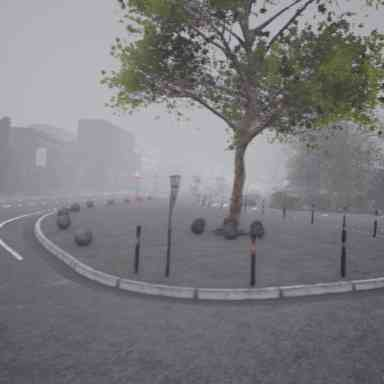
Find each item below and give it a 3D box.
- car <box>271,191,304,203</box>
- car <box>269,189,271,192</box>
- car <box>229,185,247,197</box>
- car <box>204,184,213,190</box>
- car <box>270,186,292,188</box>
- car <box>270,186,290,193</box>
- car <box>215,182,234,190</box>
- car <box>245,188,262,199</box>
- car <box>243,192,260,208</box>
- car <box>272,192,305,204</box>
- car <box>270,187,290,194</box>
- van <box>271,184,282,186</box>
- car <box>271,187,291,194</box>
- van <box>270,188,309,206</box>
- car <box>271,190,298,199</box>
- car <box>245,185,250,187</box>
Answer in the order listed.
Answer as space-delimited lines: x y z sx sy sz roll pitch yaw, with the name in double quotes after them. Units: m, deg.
15.284 0.721 53.656 4.892 1.521 2.231 3 3 13 "car"
13.856 0.906 48.294 5.366 1.575 1.946 3 3 13 "car"
8.339 0.063 60.690 1.882 1.535 5.008 3 3 13 "car"
4.407 -1.451 89.876 1.812 1.442 4.674 3 3 13 "car"
16.580 0.398 59.046 4.553 1.767 2.185 3 3 13 "car"
23.445 -0.556 88.780 5.008 1.535 2.097 3 3 13 "car"
9.873 -1.407 88.153 5.566 2.045 2.435 3 3 13 "car"
10.112 0.531 53.563 1.812 1.442 4.674 3 3 13 "car"
6.444 1.096 38.760 1.895 1.301 4.718 3 2 7 "car"
14.690 0.851 50.949 4.792 1.488 2.163 3 3 13 "car"
22.819 -0.457 86.078 4.892 1.521 2.231 3 3 13 "car"
19.175 -0.091 69.831 4.442 1.987 1.878 3 3 13 "van"
22.213 -0.330 83.373 4.792 1.488 2.163 3 3 13 "car"
12.679 0.888 42.865 4.442 1.987 1.878 3 3 13 "van"
17.167 0.463 61.763 4.674 1.452 2.002 3 3 13 "car"
11.871 -0.383 75.766 1.895 1.301 4.718 3 3 13 "car"
